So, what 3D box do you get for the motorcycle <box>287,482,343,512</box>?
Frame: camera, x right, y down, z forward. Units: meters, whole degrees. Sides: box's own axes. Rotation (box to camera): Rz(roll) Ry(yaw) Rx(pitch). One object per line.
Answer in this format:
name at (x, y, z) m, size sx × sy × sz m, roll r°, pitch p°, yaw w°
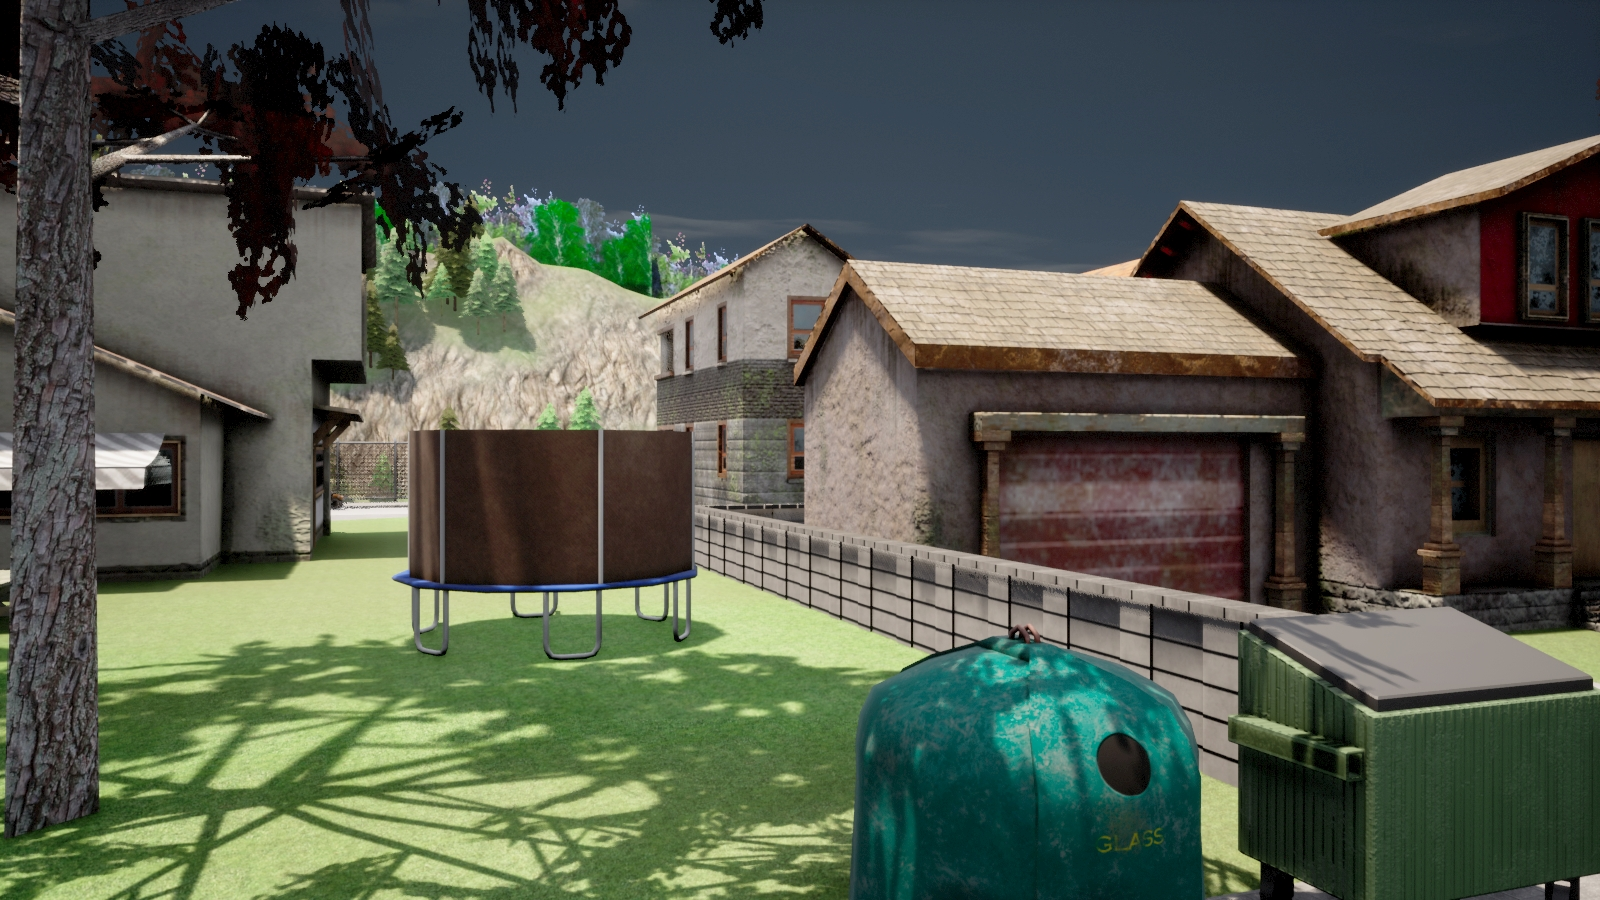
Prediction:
motorcycle at (-22.333, 2.155, 52.654) m, size 2.356 × 1.307 × 0.764 m, roll 0°, pitch 0°, yaw -20°
